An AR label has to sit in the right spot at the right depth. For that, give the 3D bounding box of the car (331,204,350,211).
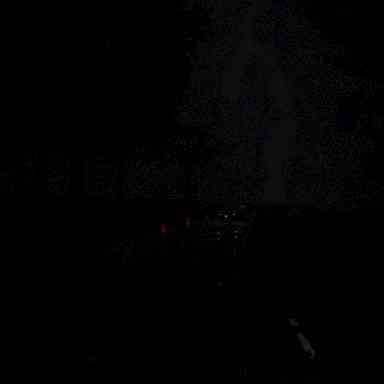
[{"bbox_3d":[29.300,3.054,65.610,4.181,1.385,1.994,3,-3,-38],"label":"car"}]

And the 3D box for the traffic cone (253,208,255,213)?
[{"bbox_3d":[8.161,2.433,43.458,0.340,0.580,0.340,-1,-2,31],"label":"traffic cone"}]

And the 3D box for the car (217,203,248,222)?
[{"bbox_3d":[3.598,1.737,28.887,1.837,1.490,4.892,-1,-1,21],"label":"car"}]

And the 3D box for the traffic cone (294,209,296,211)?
[{"bbox_3d":[17.317,2.877,55.922,0.340,0.580,0.340,-2,-3,41],"label":"traffic cone"}]

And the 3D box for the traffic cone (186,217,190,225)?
[{"bbox_3d":[-0.305,2.150,24.671,0.340,0.580,0.340,0,-1,17],"label":"traffic cone"}]

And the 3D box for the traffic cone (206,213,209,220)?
[{"bbox_3d":[1.385,2.207,29.550,0.340,0.580,0.340,-1,-1,21],"label":"traffic cone"}]

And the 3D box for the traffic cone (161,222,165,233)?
[{"bbox_3d":[-1.699,2.092,19.701,0.340,0.580,0.340,0,-1,14],"label":"traffic cone"}]
